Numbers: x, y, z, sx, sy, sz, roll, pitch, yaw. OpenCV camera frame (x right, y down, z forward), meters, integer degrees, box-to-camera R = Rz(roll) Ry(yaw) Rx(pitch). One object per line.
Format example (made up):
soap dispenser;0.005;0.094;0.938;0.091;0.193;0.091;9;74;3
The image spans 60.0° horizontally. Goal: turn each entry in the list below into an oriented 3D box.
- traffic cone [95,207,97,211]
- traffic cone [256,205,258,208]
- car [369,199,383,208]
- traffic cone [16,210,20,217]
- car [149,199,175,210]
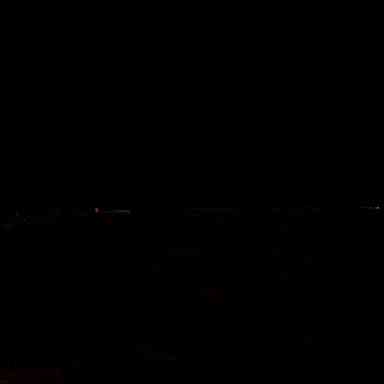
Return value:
traffic cone;-11.880;2.104;41.238;0.340;0.580;0.340;0;0;35
traffic cone;10.665;2.313;54.787;0.340;0.580;0.340;0;0;-11
car;34.482;1.981;60.670;5.008;1.535;1.882;0;0;-24
traffic cone;-16.453;2.036;31.369;0.340;0.580;0.340;0;0;15
car;-4.580;1.707;45.703;4.902;1.511;2.128;1;0;-39
